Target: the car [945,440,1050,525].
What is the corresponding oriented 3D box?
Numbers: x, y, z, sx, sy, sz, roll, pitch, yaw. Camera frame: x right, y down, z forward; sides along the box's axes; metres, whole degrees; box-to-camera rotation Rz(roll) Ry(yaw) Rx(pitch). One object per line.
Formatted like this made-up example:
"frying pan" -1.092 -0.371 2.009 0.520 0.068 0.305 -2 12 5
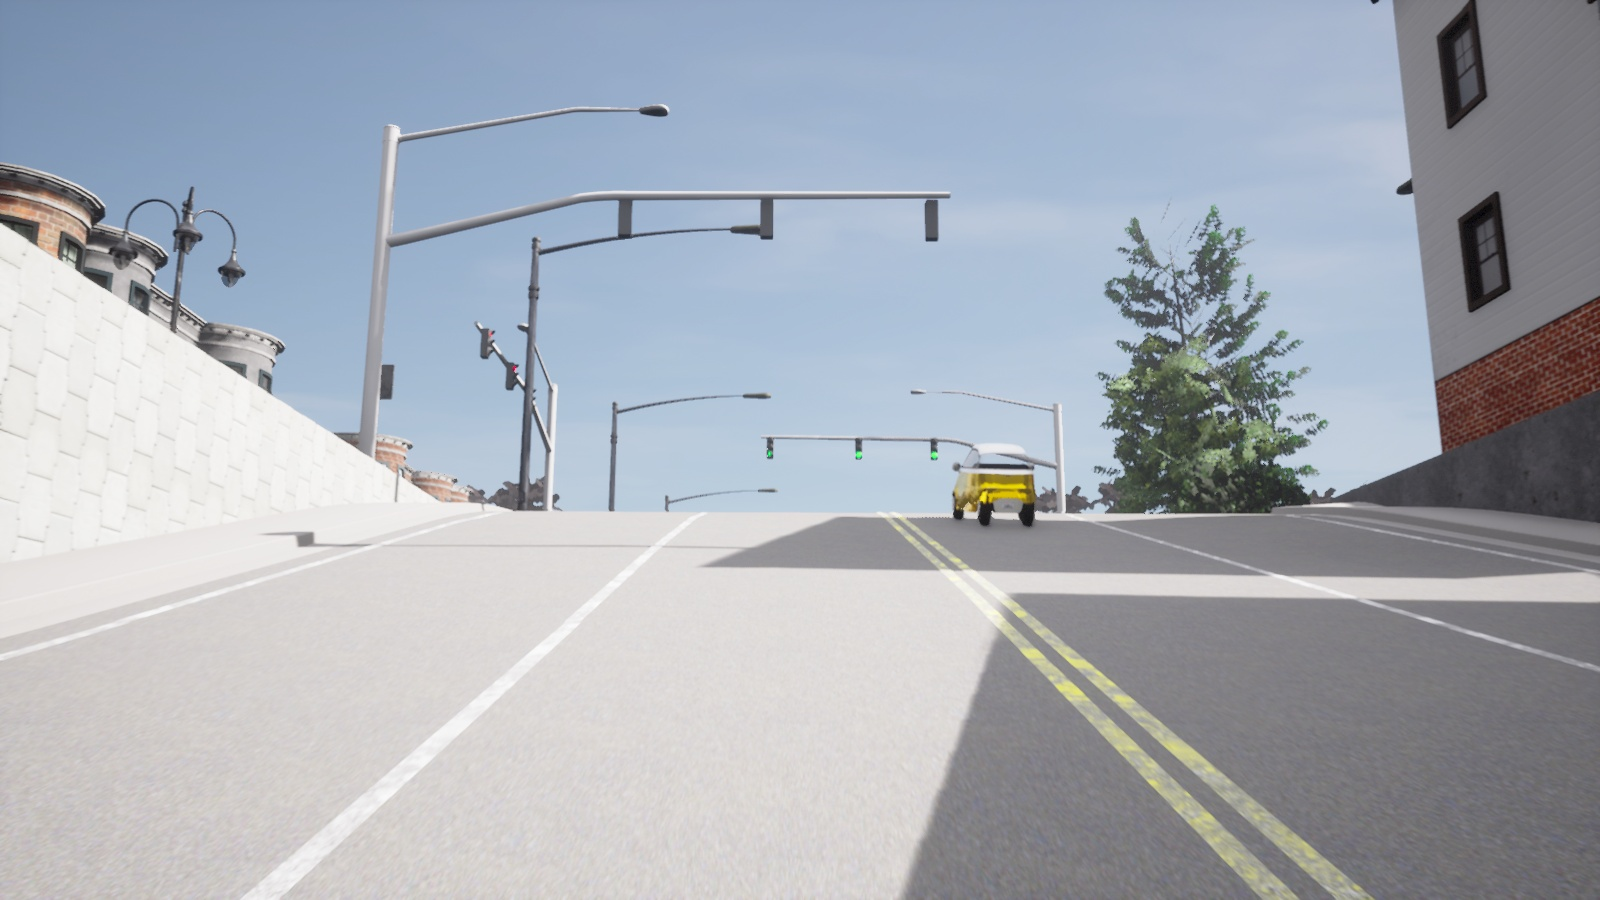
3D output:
"car" 3.449 0.543 22.192 1.481 1.376 2.207 1 1 0
